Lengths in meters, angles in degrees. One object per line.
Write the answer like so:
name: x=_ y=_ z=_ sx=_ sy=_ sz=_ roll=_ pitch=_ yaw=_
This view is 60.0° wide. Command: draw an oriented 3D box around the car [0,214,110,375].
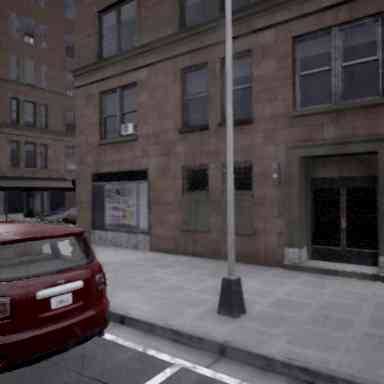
car: x=-3.468 y=1.383 z=5.276 sx=5.009 sy=1.841 sz=2.192 roll=-1 pitch=0 yaw=35

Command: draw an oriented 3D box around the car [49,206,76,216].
car: x=-8.634 y=1.748 z=24.037 sx=2.033 sy=1.411 sz=5.357 roll=-1 pitch=0 yaw=36
